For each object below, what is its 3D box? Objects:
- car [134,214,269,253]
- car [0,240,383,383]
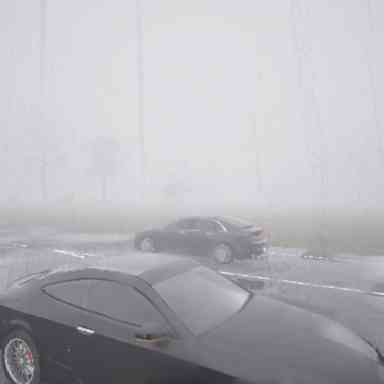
[{"bbox_3d":[0.172,1.535,11.613,4.892,1.490,1.837,0,0,30],"label":"car"},{"bbox_3d":[-0.382,1.529,3.883,4.674,1.442,1.812,0,0,30],"label":"car"}]
